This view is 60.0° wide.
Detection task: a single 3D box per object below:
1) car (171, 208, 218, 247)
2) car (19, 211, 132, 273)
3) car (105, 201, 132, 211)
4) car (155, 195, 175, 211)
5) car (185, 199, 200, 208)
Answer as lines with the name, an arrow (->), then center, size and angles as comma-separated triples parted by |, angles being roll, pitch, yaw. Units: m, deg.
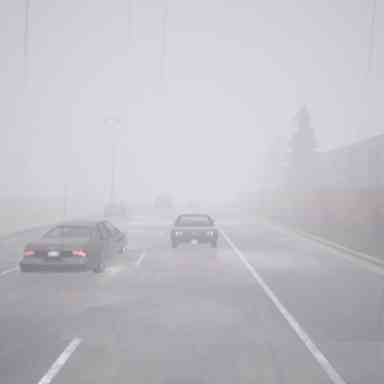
car -> 0.093, 1.642, 15.161 | 1.895, 1.301, 4.718 | 0, 0, 0
car -> -3.406, 1.576, 10.680 | 2.033, 1.411, 5.357 | 0, 0, 0
car -> -6.911, 1.576, 31.494 | 2.128, 1.511, 4.902 | 0, 0, 0
car -> -3.416, 1.334, 41.871 | 2.150, 2.045, 5.566 | 0, 0, 0
car -> 0.082, 1.688, 46.272 | 1.994, 1.385, 4.181 | 0, 0, 0
